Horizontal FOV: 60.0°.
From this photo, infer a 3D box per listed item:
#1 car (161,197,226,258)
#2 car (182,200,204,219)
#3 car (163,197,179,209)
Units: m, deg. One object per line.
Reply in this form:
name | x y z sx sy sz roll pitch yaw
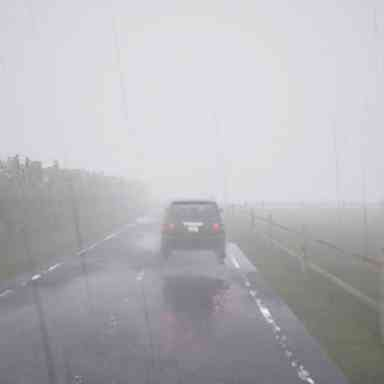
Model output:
car | 0.063 1.226 12.963 2.150 2.045 5.566 0 0 0
car | 0.070 1.524 29.974 1.812 1.442 4.674 0 0 0
car | -2.843 1.468 46.355 1.882 1.535 5.008 0 0 0
